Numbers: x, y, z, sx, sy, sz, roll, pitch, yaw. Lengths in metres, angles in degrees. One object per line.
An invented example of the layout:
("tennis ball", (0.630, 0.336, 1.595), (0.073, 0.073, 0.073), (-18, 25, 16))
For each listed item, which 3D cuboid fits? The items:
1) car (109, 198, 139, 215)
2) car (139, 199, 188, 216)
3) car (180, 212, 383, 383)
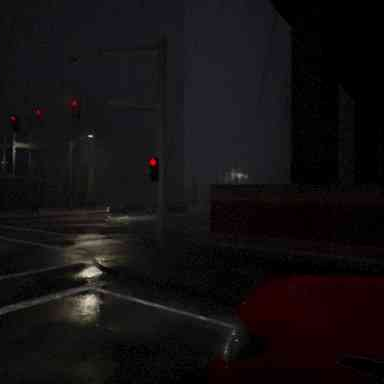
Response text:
("car", (-5.877, 1.411, 32.782), (1.882, 1.535, 5.008), (0, 0, 36))
("car", (-2.339, 1.443, 31.708), (2.128, 1.511, 4.902), (0, 0, 36))
("car", (2.795, 1.228, 1.960), (5.566, 2.045, 2.150), (0, 0, 36))
